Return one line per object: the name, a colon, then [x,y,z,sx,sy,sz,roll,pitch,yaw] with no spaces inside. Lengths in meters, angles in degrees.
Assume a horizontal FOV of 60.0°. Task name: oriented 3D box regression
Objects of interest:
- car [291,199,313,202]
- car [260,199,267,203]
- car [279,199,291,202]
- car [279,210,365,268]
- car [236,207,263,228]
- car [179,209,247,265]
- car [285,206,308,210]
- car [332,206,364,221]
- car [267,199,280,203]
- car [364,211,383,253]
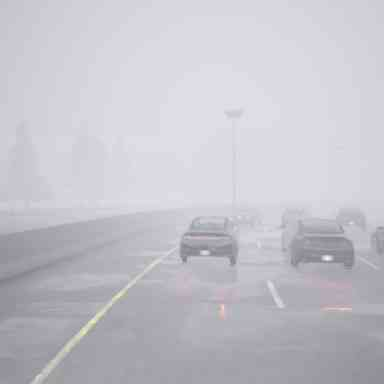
car: [22.382,2.142,65.604,5.008,1.535,1.882,0,-1,-39]
car: [17.334,2.284,74.935,4.902,1.511,2.128,0,-1,-35]
car: [20.699,2.249,68.714,4.181,1.385,1.994,0,-1,-39]
car: [4.286,1.628,11.839,1.837,1.490,4.892,0,0,11]
car: [4.060,1.800,24.827,2.033,1.411,5.357,0,-1,21]
car: [0.814,1.619,12.315,2.128,1.511,4.902,0,0,10]
car: [7.752,1.743,24.574,2.128,1.511,4.902,0,0,22]
car: [11.054,1.746,23.410,1.837,1.490,4.892,0,0,22]
car: [19.016,2.205,71.824,5.008,1.535,1.882,0,-1,-39]
car: [7.755,1.624,11.364,1.837,1.490,4.892,0,0,11]
